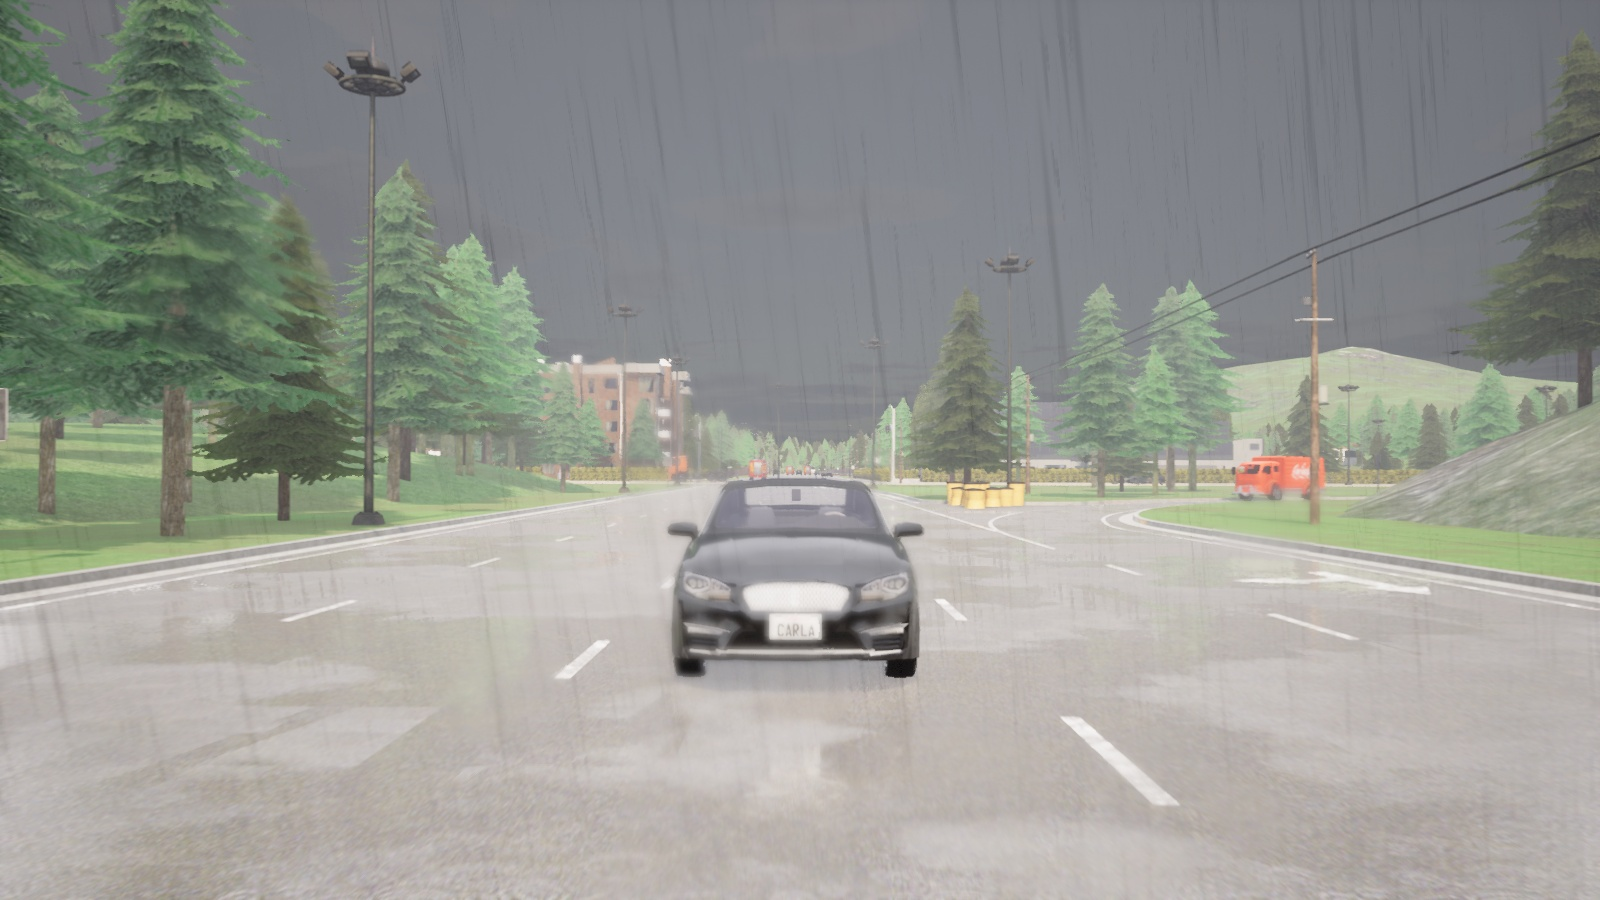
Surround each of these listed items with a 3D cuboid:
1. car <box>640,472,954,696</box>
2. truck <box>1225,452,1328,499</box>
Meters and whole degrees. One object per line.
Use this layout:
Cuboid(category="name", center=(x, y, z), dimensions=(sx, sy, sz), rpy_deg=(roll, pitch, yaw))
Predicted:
Cuboid(category="car", center=(-0.027, 0.956, 11.000), dimensions=(2.128, 1.511, 4.902), rpy_deg=(0, -1, 0))
Cuboid(category="truck", center=(25.937, 1.368, 68.362), dimensions=(5.204, 2.467, 2.627), rpy_deg=(0, -1, -32))
